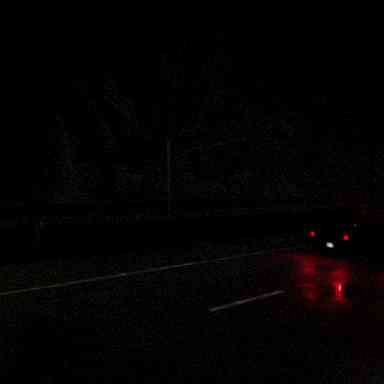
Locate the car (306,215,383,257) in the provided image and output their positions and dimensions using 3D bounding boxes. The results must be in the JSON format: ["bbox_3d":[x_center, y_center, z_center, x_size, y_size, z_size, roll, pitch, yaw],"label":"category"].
[{"bbox_3d":[6.585,1.535,12.799,4.718,1.301,1.895,0,0,-35],"label":"car"}]
